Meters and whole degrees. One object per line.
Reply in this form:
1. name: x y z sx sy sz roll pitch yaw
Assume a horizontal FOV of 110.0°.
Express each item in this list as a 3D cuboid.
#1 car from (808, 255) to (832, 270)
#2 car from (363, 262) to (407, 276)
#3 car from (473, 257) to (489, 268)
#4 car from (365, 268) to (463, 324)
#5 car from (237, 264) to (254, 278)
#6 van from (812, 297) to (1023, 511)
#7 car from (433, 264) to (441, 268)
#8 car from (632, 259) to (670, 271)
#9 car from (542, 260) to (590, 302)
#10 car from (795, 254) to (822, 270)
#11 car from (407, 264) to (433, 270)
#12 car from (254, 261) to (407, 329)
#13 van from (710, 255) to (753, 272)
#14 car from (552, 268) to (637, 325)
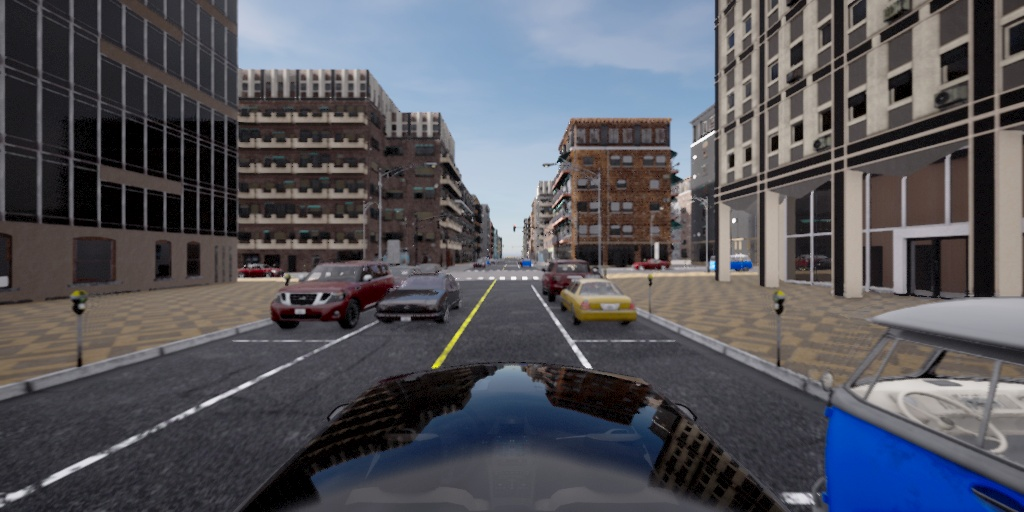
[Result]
1. car: 34.259 0.881 37.631 4.313 1.339 1.948 0 0 0
2. car: -14.138 1.451 40.170 4.181 1.385 1.994 -1 0 0
3. car: -5.456 1.269 60.619 1.967 1.591 4.097 0 0 0
4. car: -2.851 1.314 12.309 2.033 1.411 5.357 0 0 0
5. car: -26.164 1.581 37.596 4.097 1.591 1.967 0 0 0
6. van: 2.565 1.088 0.419 1.690 1.789 3.998 0 0 0
7. car: -5.410 1.223 22.604 1.967 1.591 4.097 0 0 0
8. car: 17.592 1.098 45.502 4.507 1.381 1.888 0 0 0
9. car: 2.562 1.089 17.062 2.192 1.841 5.009 0 0 0
10. car: 34.429 0.589 40.198 4.553 1.767 2.097 -1 0 0
11. car: -5.318 1.214 17.060 1.967 1.591 4.097 0 0 0
12. car: -5.317 1.080 11.513 2.192 1.841 5.009 0 0 0
13. van: 22.954 0.812 37.624 3.998 1.789 1.690 0 0 0
14. car: 2.563 1.291 11.684 1.751 1.417 4.829 0 0 0
